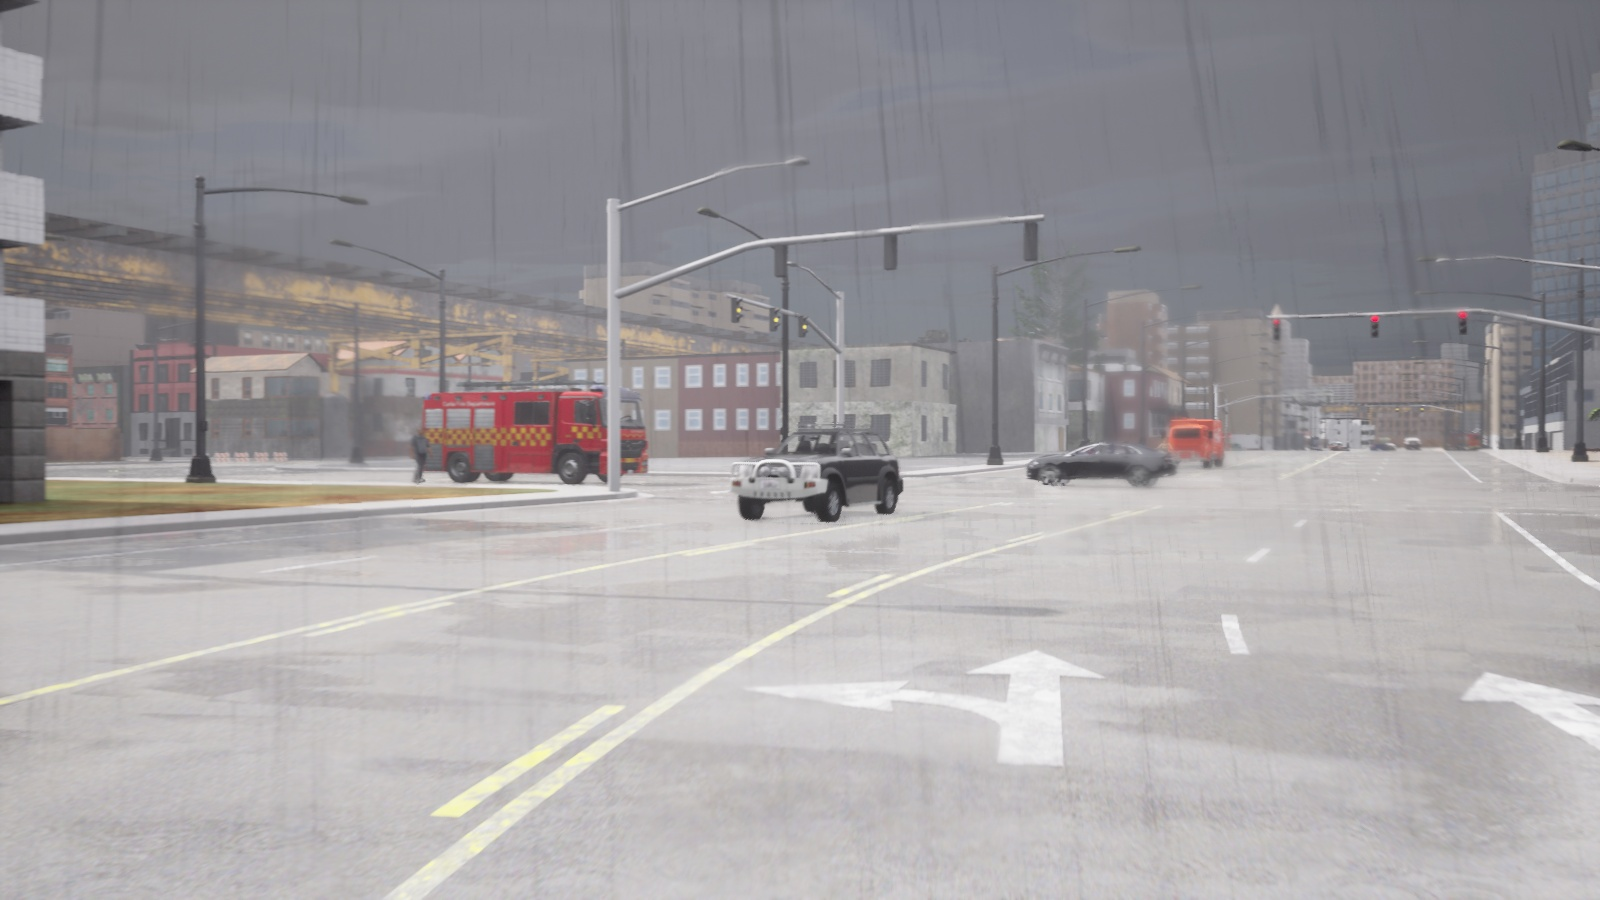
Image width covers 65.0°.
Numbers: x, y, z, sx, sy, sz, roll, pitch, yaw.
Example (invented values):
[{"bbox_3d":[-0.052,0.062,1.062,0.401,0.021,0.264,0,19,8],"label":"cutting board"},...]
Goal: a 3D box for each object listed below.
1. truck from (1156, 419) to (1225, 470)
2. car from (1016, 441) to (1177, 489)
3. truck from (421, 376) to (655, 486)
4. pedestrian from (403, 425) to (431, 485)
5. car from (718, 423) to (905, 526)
[{"bbox_3d":[20.034,-0.298,64.215,2.627,2.467,5.204,0,1,26],"label":"truck"},{"bbox_3d":[9.842,0.449,41.706,4.902,1.511,2.128,0,0,25],"label":"car"},{"bbox_3d":[-9.821,-0.702,46.849,8.468,3.827,2.891,1,0,25],"label":"truck"},{"bbox_3d":[-11.951,0.161,39.165,0.694,1.848,0.540,0,0,42],"label":"pedestrian"},{"bbox_3d":[0.348,0.423,24.929,1.932,1.855,4.605,0,0,26],"label":"car"}]
